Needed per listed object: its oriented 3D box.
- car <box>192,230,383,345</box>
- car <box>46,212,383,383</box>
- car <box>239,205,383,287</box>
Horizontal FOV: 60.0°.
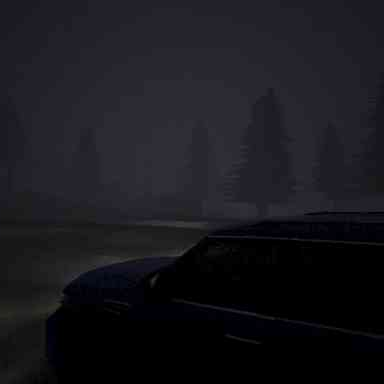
[{"bbox_3d":[2.489,1.594,6.247,4.718,1.301,1.895,0,0,34],"label":"car"},{"bbox_3d":[1.026,1.217,3.067,5.566,2.045,2.150,-1,0,34],"label":"car"},{"bbox_3d":[3.875,1.342,9.426,4.553,1.767,2.097,0,0,34],"label":"car"}]
